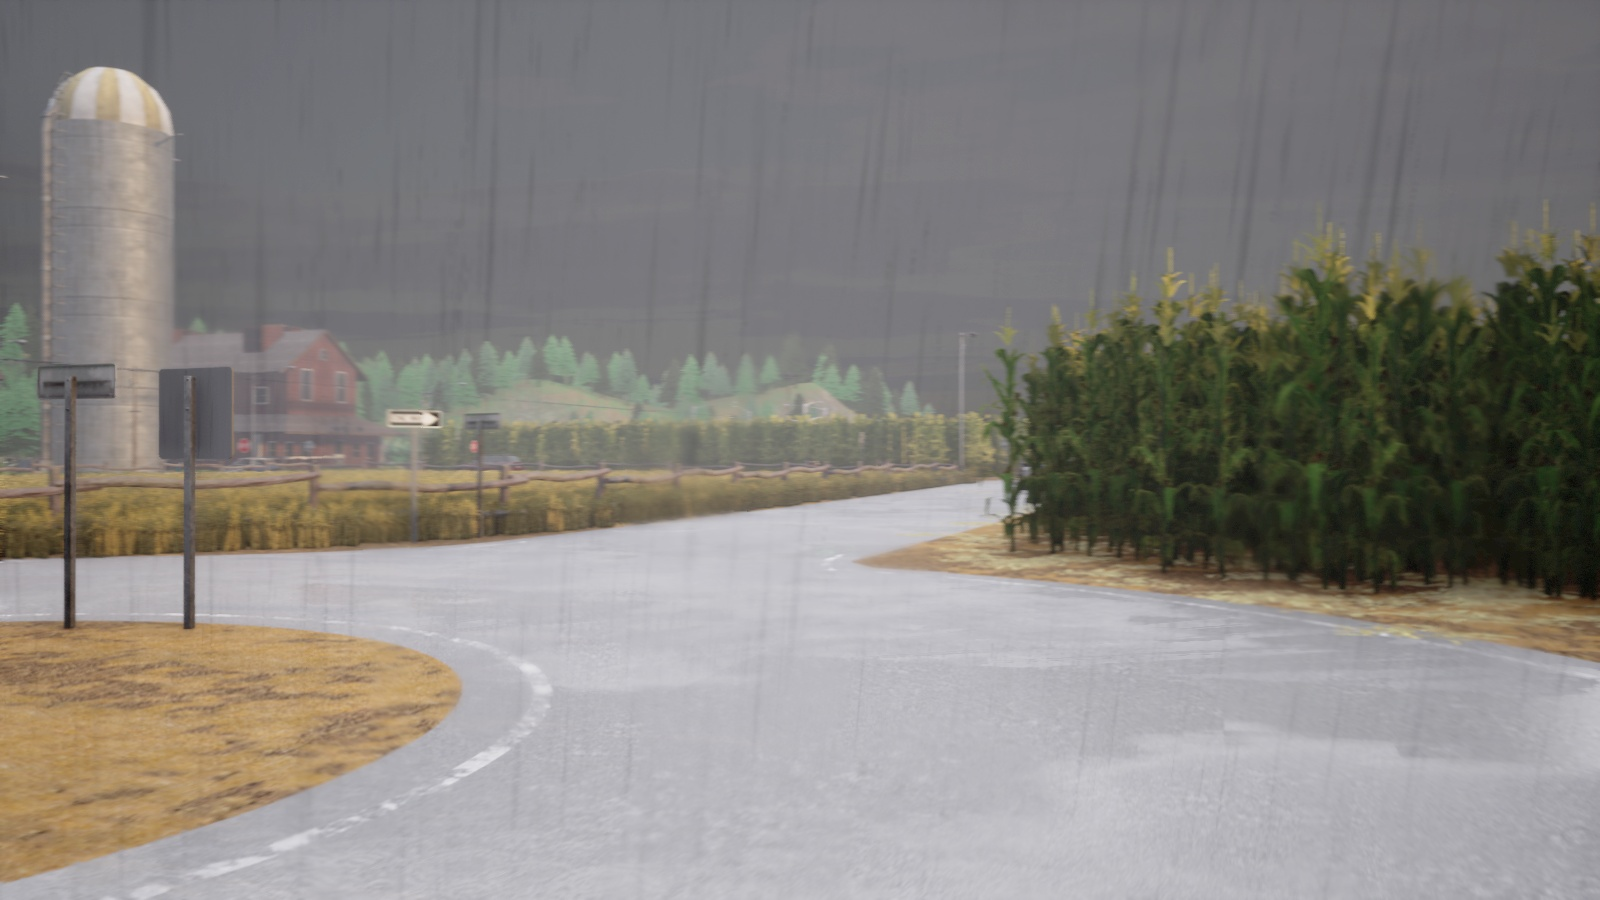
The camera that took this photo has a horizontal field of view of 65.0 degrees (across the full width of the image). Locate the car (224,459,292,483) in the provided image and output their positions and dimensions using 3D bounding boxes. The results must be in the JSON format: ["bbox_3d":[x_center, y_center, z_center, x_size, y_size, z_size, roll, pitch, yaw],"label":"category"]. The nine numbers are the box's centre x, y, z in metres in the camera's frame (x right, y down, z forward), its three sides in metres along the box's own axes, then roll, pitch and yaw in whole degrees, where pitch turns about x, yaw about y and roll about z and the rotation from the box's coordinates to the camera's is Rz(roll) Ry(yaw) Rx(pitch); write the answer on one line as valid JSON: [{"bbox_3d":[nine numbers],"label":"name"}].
[{"bbox_3d":[-34.809,1.349,80.713,1.970,1.475,3.806,0,0,19],"label":"car"}]

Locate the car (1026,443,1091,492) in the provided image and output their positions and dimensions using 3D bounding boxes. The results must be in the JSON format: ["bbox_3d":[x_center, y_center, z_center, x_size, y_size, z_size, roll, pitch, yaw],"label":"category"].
[{"bbox_3d":[10.515,0.653,50.873,1.932,1.855,4.605,0,1,20],"label":"car"}]

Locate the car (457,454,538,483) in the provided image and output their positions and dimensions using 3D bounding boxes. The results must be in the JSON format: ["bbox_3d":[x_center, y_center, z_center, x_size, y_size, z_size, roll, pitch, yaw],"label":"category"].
[{"bbox_3d":[-19.184,1.163,79.667,4.553,1.767,2.097,0,0,20],"label":"car"}]
